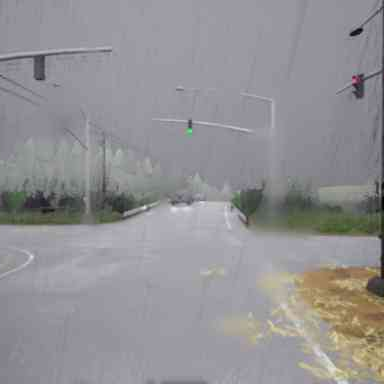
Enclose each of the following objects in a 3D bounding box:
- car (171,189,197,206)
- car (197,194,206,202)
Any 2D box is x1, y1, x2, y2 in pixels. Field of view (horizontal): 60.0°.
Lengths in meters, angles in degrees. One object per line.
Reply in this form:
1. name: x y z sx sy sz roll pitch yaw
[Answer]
1. car: -1.125 0.611 41.118 2.150 2.045 5.566 0 1 7
2. car: 1.328 1.043 59.296 1.837 1.490 4.892 0 -2 8
